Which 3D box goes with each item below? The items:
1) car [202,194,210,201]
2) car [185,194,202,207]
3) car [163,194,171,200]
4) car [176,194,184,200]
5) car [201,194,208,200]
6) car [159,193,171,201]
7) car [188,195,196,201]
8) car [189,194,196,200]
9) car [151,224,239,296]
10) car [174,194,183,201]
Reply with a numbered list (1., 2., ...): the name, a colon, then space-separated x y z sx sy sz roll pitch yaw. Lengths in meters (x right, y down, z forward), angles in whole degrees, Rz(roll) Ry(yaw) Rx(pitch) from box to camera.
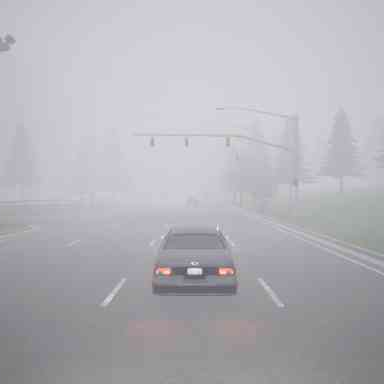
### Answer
1. car: 3.542 1.490 83.481 1.837 1.490 4.892 0 0 0
2. car: 0.024 1.351 52.839 2.097 1.767 4.553 0 0 0
3. car: -6.953 1.383 93.906 1.994 1.385 4.181 0 0 0
4. car: -3.453 1.356 93.904 2.128 1.511 4.902 0 0 0
5. car: 3.547 1.309 93.901 1.882 1.535 5.008 0 0 0
6. car: -6.958 1.215 83.516 2.150 2.045 5.566 0 0 0
7. car: 0.042 1.530 83.482 2.033 1.411 5.357 0 0 0
8. car: 0.047 1.309 93.902 1.882 1.535 5.008 0 0 0
9. car: 0.071 1.547 8.800 2.033 1.411 5.357 0 0 0
10. car: -3.458 1.515 83.901 1.812 1.442 4.674 0 0 0
